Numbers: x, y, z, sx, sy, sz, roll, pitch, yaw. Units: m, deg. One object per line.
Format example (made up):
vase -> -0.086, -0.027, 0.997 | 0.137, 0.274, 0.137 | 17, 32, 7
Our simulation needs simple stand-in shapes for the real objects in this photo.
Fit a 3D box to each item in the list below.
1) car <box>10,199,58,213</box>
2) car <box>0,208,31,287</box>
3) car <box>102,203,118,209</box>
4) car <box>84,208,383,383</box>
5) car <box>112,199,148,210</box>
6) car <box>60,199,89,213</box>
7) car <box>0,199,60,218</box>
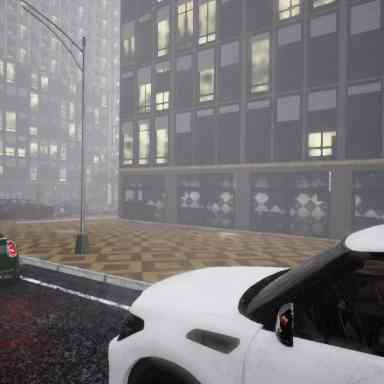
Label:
car -> -18.682, 1.642, 39.576 | 1.752, 1.417, 4.829 | 1, 0, 36
car -> -6.211, 1.348, 8.089 | 4.553, 1.767, 2.097 | 0, 0, 35
car -> -8.386, 1.830, 39.428 | 1.752, 1.417, 4.829 | 1, 0, 36
car -> 1.864, 1.222, 2.353 | 5.566, 2.045, 2.150 | 0, 0, 36
car -> -8.966, 1.762, 48.382 | 2.128, 1.511, 4.902 | 1, 0, 36
car -> -14.900, 1.689, 40.329 | 1.837, 1.490, 4.892 | 1, 0, 37
car -> -15.170, 1.519, 30.206 | 2.192, 1.841, 5.009 | 1, 0, 36
